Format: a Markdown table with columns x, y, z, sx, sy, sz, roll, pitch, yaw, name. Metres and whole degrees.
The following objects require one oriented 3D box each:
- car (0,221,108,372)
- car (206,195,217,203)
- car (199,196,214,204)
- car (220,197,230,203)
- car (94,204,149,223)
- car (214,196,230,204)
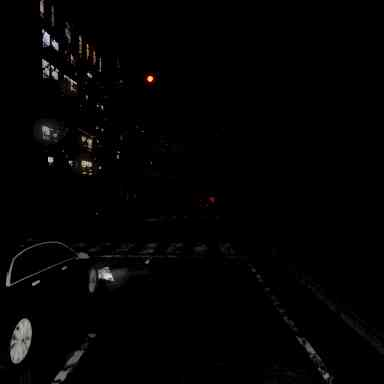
| x | y | z | sx | sy | sz | roll | pitch | yaw | name |
| --- | --- | --- | --- | --- | --- | --- | --- | --- | --- |
| -3.047 | 1.507 | 5.641 | 1.837 | 1.490 | 4.892 | 0 | 0 | 1 | car |
| 4.689 | 1.660 | 79.428 | 2.097 | 1.767 | 4.553 | 0 | 0 | 12 | car |
| 2.722 | 1.752 | 67.799 | 1.812 | 1.442 | 4.674 | 0 | 0 | 10 | car |
| 7.854 | 1.855 | 78.672 | 1.994 | 1.385 | 4.181 | 0 | 0 | 12 | car |
| -5.508 | 1.603 | 26.149 | 4.181 | 1.385 | 1.994 | 0 | 0 | -33 | car |
| 6.186 | 1.741 | 68.845 | 1.837 | 1.490 | 4.892 | 0 | 0 | 10 | car |
